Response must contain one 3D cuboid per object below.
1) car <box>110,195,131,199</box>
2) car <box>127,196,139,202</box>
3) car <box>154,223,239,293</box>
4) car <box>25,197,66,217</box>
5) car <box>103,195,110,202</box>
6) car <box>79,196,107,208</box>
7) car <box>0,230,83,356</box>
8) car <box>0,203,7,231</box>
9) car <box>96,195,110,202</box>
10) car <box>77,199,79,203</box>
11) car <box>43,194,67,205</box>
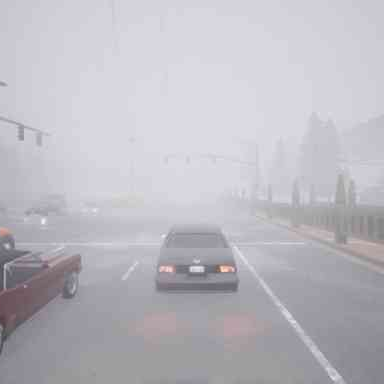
[{"bbox_3d":[-14.071,1.547,65.750,2.033,1.411,5.357,0,0,0],"label":"car"},{"bbox_3d":[-14.076,1.585,79.607,1.895,1.301,4.718,0,0,0],"label":"car"},{"bbox_3d":[0.091,1.547,8.974,2.033,1.411,5.357,0,0,0],"label":"car"},{"bbox_3d":[-14.132,1.526,31.829,1.812,1.442,4.674,0,0,0],"label":"car"},{"bbox_3d":[-17.571,1.478,73.633,1.882,1.535,5.008,0,0,0],"label":"car"},{"bbox_3d":[-14.144,1.601,47.964,1.895,1.301,4.718,0,0,0],"label":"car"},{"bbox_3d":[-3.405,1.601,5.519,1.895,1.301,4.718,0,0,0],"label":"car"},{"bbox_3d":[-6.909,1.352,9.183,2.097,1.767,4.553,0,0,0],"label":"car"},{"bbox_3d":[-21.076,1.471,78.797,1.882,1.535,5.008,0,0,0],"label":"car"},{"bbox_3d":[-21.064,1.548,66.071,2.033,1.411,5.357,0,0,0],"label":"car"},{"bbox_3d":[-17.641,1.221,41.946,2.150,2.045,5.566,0,0,0],"label":"car"}]
